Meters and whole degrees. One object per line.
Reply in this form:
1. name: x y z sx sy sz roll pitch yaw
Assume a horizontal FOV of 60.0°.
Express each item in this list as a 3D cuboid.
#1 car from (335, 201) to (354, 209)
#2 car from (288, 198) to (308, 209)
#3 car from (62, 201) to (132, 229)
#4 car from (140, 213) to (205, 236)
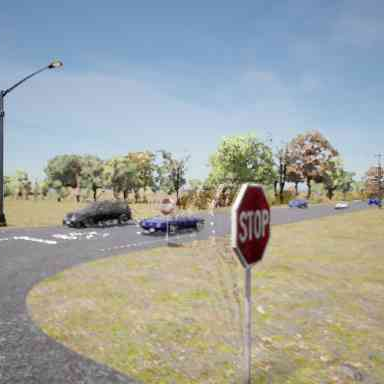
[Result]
1. car: 28.461 2.592 62.664 1.895 1.301 4.718 0 -1 36
2. car: 20.197 2.161 63.185 2.150 2.045 5.566 0 0 36
3. car: -7.075 1.739 25.523 2.150 2.045 5.566 0 1 36
4. car: -1.111 2.018 21.819 1.895 1.301 4.718 0 -1 36
